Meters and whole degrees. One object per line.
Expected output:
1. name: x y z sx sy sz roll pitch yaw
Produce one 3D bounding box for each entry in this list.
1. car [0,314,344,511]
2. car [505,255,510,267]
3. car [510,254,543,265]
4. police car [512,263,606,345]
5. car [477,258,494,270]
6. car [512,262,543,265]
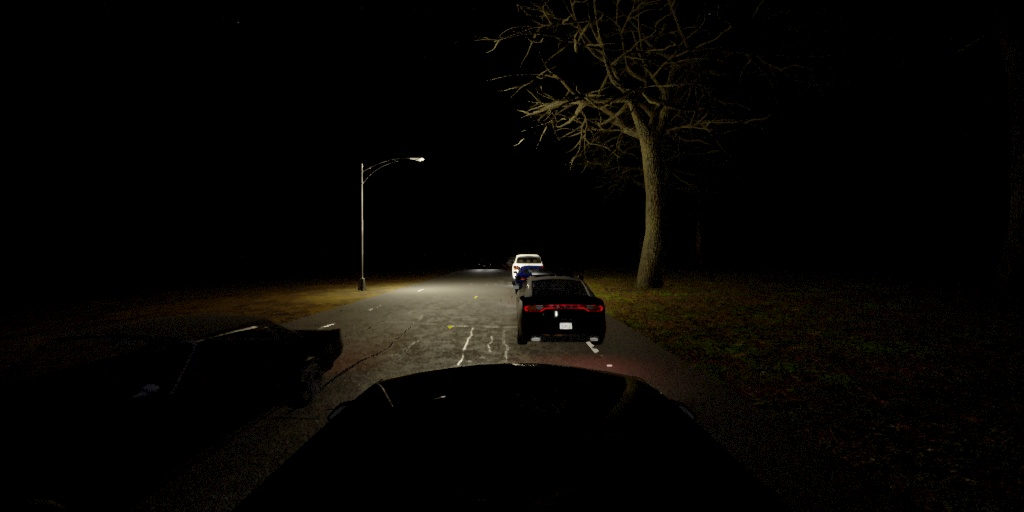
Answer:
1. car: -3.597 1.350 3.439 1.895 1.301 4.718 0 0 0
2. car: 0.148 0.911 54.525 1.812 1.442 4.674 0 1 0
3. car: 1.089 0.909 25.549 2.150 2.045 5.566 0 0 0
4. police car: 1.063 1.164 9.628 1.930 1.638 5.238 0 0 0
5. car: -3.524 0.986 47.724 1.837 1.490 4.892 0 1 0
6. car: 1.079 1.236 19.519 1.812 1.442 4.674 0 0 0
